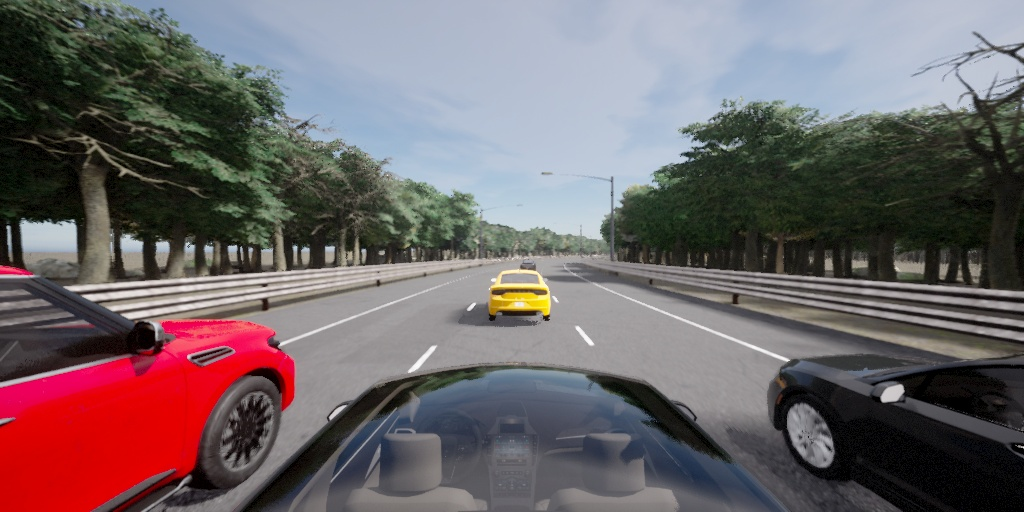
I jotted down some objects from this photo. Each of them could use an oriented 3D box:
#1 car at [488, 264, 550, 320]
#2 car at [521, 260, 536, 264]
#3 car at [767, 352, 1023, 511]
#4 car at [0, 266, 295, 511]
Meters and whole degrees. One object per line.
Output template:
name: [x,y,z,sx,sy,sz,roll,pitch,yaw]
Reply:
car: [0.266,1.221,12.673,1.882,1.535,5.008,0,0,1]
car: [2.015,1.187,44.134,2.128,1.511,4.902,0,0,5]
car: [3.628,1.258,1.818,1.837,1.490,4.892,0,0,0]
car: [-3.383,0.968,1.437,2.150,2.045,5.566,0,0,0]
